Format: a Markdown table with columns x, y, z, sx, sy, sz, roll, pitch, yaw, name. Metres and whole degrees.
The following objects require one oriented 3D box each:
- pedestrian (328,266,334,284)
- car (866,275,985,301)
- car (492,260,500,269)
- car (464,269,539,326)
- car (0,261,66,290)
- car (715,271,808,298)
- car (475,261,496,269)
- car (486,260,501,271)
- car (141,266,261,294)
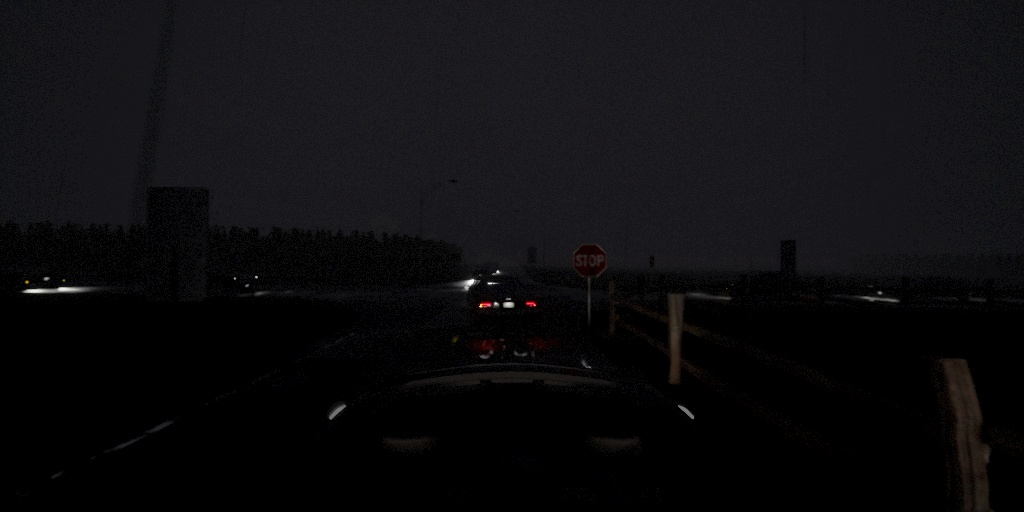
| x | y | z | sx | sy | sz | roll | pitch | yaw | name |
| --- | --- | --- | --- | --- | --- | --- | --- | --- | --- |
| -12.174 | 1.245 | 24.161 | 0.375 | 1.300 | 0.375 | 0 | -2 | 0 | pedestrian |
| 24.436 | 1.842 | 21.246 | 5.357 | 1.411 | 2.033 | 1 | -1 | 0 | car |
| -2.850 | 1.452 | 45.383 | 2.033 | 1.411 | 5.357 | 0 | 0 | 0 | car |
| -0.514 | 1.334 | 11.866 | 2.033 | 1.411 | 5.357 | 0 | 0 | -10 | car |
| -25.527 | 0.931 | 18.146 | 4.181 | 1.385 | 1.994 | 1 | -1 | 0 | car |
| 14.657 | 1.624 | 21.214 | 4.892 | 1.490 | 1.837 | 1 | -1 | 0 | car |
| -2.849 | 1.470 | 35.538 | 1.895 | 1.301 | 4.718 | 0 | 0 | 0 | car |
| -2.837 | 1.432 | 55.513 | 2.128 | 1.511 | 4.902 | 0 | 0 | 0 | car |
| -15.552 | 1.144 | 18.139 | 4.718 | 1.301 | 1.895 | 1 | -1 | 1 | car |
